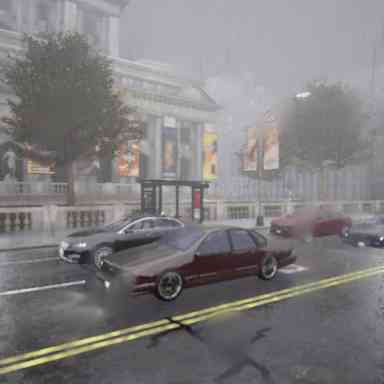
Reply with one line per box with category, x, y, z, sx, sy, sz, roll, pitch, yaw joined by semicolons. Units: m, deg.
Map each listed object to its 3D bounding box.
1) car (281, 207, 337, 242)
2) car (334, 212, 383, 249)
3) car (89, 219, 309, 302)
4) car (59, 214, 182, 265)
car;6.044;1.561;16.745;5.008;1.535;1.882;0;0;-35
car;8.688;1.635;14.318;5.357;1.411;2.033;0;0;-35
car;0.404;1.577;8.535;5.357;1.411;2.033;0;0;-35
car;-1.852;1.519;11.234;4.902;1.511;2.128;0;0;-36
